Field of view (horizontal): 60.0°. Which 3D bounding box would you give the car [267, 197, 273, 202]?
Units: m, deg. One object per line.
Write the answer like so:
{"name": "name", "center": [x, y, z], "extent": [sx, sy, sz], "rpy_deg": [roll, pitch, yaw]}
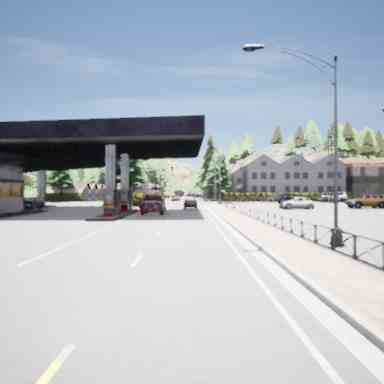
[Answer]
{"name": "car", "center": [17.222, 1.178, 65.642], "extent": [4.553, 1.767, 2.097], "rpy_deg": [0, 0, -1]}

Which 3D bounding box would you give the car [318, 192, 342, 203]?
{"name": "car", "center": [27.713, 1.031, 65.748], "extent": [5.566, 2.045, 2.150], "rpy_deg": [0, 0, -1]}

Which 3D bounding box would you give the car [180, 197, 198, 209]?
{"name": "car", "center": [-0.205, 1.525, 45.265], "extent": [2.128, 1.511, 4.902], "rpy_deg": [0, 0, 0]}

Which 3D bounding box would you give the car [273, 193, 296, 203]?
{"name": "car", "center": [12.990, 1.085, 42.973], "extent": [3.866, 1.878, 1.905], "rpy_deg": [0, 0, -1]}

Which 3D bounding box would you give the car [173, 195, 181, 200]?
{"name": "car", "center": [-4.133, 1.616, 93.885], "extent": [2.033, 1.411, 5.357], "rpy_deg": [0, 0, 0]}

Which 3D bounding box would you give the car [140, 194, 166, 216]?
{"name": "car", "center": [-3.817, 1.253, 33.253], "extent": [2.150, 2.045, 5.566], "rpy_deg": [0, 0, 0]}

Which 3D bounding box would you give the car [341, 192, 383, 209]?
{"name": "car", "center": [20.899, 1.089, 39.787], "extent": [4.605, 1.855, 1.932], "rpy_deg": [0, 0, -1]}

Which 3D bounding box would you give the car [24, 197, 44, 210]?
{"name": "car", "center": [-21.014, 1.550, 43.085], "extent": [2.242, 1.667, 4.611], "rpy_deg": [0, 0, -1]}

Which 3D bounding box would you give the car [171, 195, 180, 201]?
{"name": "car", "center": [-4.061, 1.423, 83.260], "extent": [2.097, 1.767, 4.553], "rpy_deg": [0, 0, 0]}

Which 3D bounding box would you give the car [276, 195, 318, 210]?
{"name": "car", "center": [12.422, 1.368, 39.641], "extent": [3.806, 1.475, 1.970], "rpy_deg": [0, 0, -1]}
